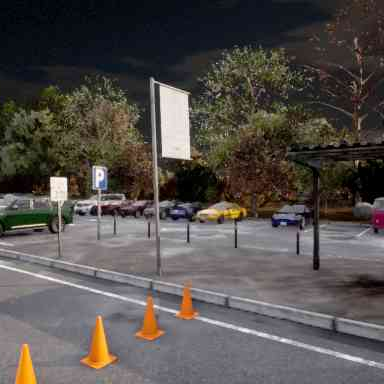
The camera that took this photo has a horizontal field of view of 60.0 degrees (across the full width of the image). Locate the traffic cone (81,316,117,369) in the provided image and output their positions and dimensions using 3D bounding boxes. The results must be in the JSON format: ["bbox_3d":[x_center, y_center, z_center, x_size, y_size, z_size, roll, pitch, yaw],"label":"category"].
[{"bbox_3d":[-1.241,1.957,4.437,0.340,0.580,0.340,0,0,35],"label":"traffic cone"}]

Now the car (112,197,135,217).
[{"bbox_3d":[-4.405,1.469,30.145,2.097,1.535,5.008,0,0,35],"label":"car"}]

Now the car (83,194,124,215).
[{"bbox_3d":[-8.968,1.212,33.308,2.435,2.045,5.566,0,0,35],"label":"car"}]

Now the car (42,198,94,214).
[{"bbox_3d":[-13.498,1.455,36.518,2.097,1.535,5.008,0,0,35],"label":"car"}]

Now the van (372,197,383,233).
[{"bbox_3d":[11.558,1.264,19.070,1.878,1.987,4.442,0,0,35],"label":"van"}]

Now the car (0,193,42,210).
[{"bbox_3d":[-22.600,1.153,42.882,2.435,2.045,5.566,0,0,35],"label":"car"}]

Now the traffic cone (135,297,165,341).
[{"bbox_3d":[-0.666,1.957,5.254,0.340,0.580,0.340,0,0,35],"label":"traffic cone"}]

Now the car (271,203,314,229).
[{"bbox_3d":[6.932,1.513,22.141,2.163,1.488,4.792,0,0,35],"label":"car"}]

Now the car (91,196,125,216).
[{"bbox_3d":[-6.677,1.466,31.740,2.097,1.535,5.008,0,0,35],"label":"car"}]

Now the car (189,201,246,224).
[{"bbox_3d":[2.299,1.475,25.204,1.946,1.575,5.366,0,0,35],"label":"car"}]

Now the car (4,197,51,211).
[{"bbox_3d":[-20.298,1.452,41.335,2.163,1.488,4.792,0,0,35],"label":"car"}]

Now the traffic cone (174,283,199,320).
[{"bbox_3d":[-0.092,1.957,6.070,0.340,0.580,0.340,0,0,36],"label":"traffic cone"}]

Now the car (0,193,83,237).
[{"bbox_3d":[-8.958,1.221,17.319,2.435,2.045,5.566,0,0,35],"label":"car"}]

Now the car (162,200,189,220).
[{"bbox_3d":[0.151,1.504,26.975,2.163,1.488,4.792,0,0,35],"label":"car"}]

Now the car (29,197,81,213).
[{"bbox_3d":[-15.662,1.444,38.270,1.946,1.575,5.366,0,0,35],"label":"car"}]

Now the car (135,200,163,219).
[{"bbox_3d":[-2.133,1.473,28.551,2.231,1.521,4.892,0,0,35],"label":"car"}]

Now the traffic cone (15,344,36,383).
[{"bbox_3d":[-1.816,1.957,3.620,0.340,0.580,0.340,0,0,35],"label":"traffic cone"}]

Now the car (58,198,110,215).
[{"bbox_3d":[-11.226,1.461,34.921,2.231,1.521,4.892,0,0,35],"label":"car"}]

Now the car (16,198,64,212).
[{"bbox_3d":[-18.054,1.469,39.688,2.163,1.488,4.792,0,0,35],"label":"car"}]

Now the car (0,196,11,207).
[{"bbox_3d":[-29.293,1.332,47.844,1.946,1.575,5.366,1,0,35],"label":"car"}]
